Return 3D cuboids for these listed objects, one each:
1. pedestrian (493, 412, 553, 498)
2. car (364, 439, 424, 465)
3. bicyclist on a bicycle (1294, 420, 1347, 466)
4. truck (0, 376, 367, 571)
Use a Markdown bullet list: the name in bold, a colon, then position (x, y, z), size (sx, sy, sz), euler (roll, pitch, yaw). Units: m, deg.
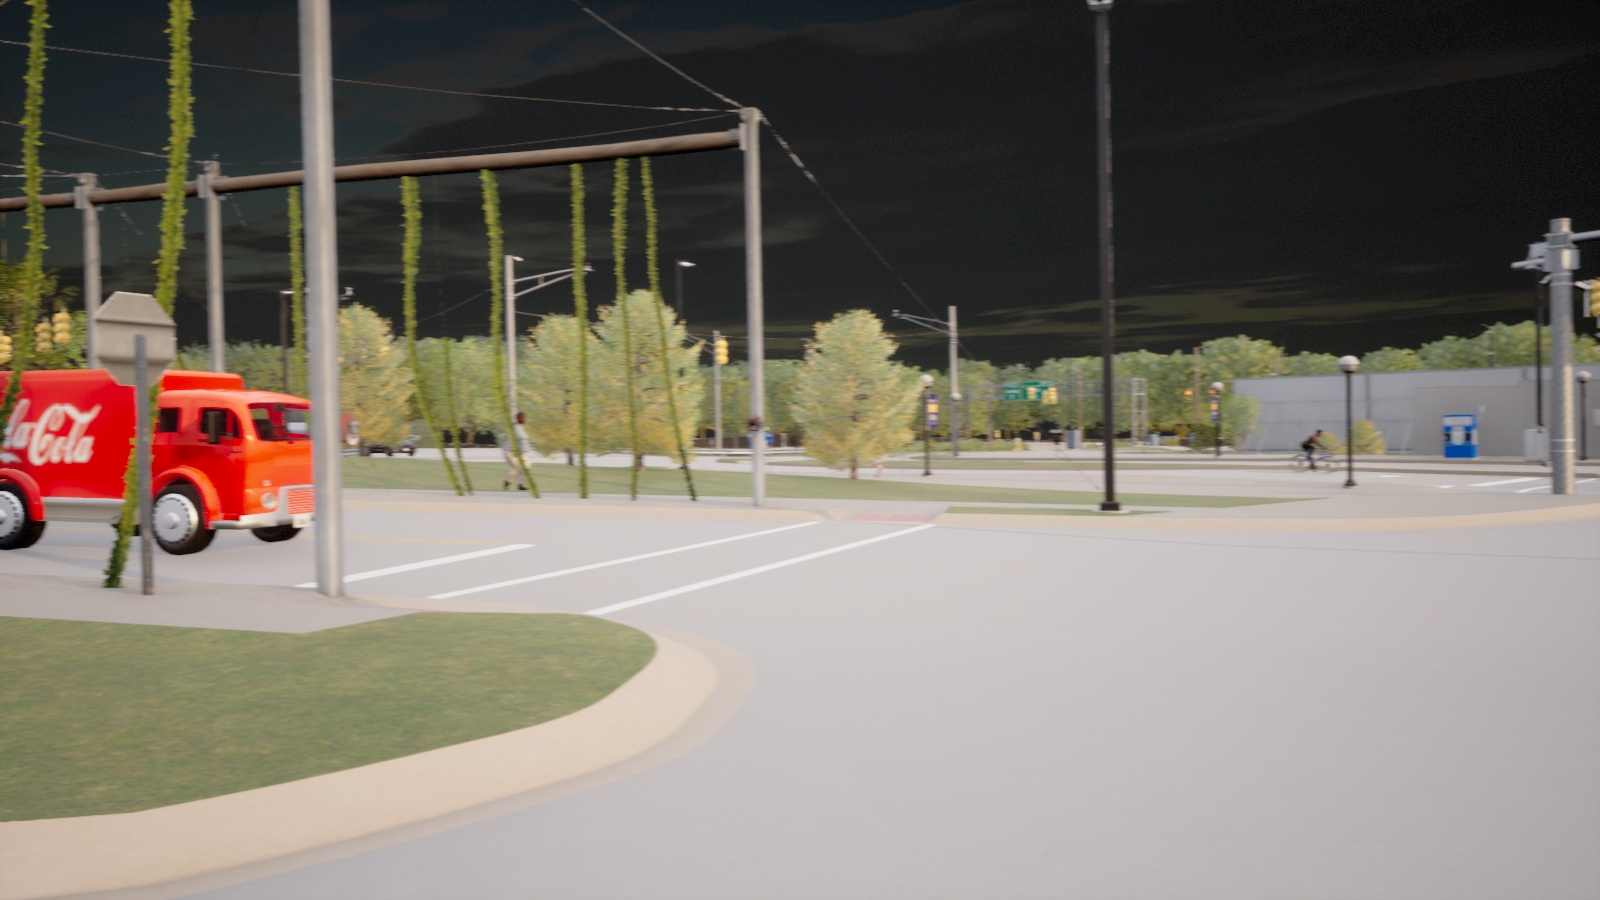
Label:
- **pedestrian**: position (-6.122, 0.109, 27.800), size (0.900, 1.855, 0.874), euler (-2, 1, 17)
- **car**: position (-24.920, 0.143, 77.022), size (1.816, 1.474, 4.193), euler (-1, 0, -45)
- **bicyclist on a bicycle**: position (18.820, -0.266, 45.429), size (1.656, 1.620, 0.582), euler (1, 2, 38)
- **truck**: position (-9.217, 0.281, 17.814), size (5.204, 2.467, 2.627), euler (0, 2, 16)
